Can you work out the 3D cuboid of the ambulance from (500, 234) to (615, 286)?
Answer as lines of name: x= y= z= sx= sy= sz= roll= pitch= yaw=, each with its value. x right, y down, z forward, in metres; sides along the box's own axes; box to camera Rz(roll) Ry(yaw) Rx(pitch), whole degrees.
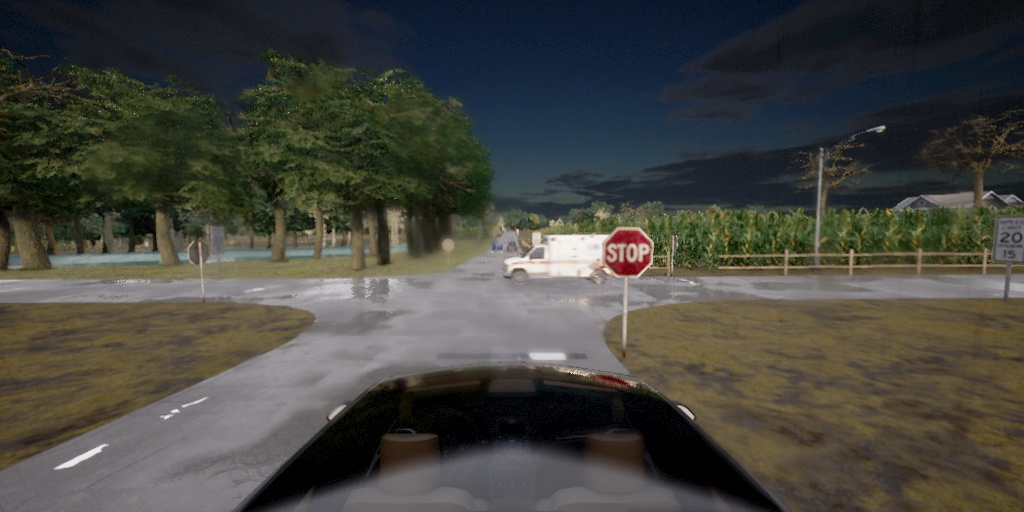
ambulance: x=2.775 y=0.147 z=18.128 sx=6.366 sy=2.431 sz=2.351 roll=-1 pitch=4 yaw=0

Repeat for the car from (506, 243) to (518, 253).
car: x=-0.003 y=-1.481 z=62.293 sx=2.128 sy=1.511 sz=4.902 roll=0 pitch=3 yaw=0
